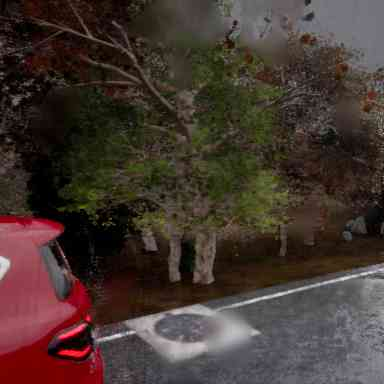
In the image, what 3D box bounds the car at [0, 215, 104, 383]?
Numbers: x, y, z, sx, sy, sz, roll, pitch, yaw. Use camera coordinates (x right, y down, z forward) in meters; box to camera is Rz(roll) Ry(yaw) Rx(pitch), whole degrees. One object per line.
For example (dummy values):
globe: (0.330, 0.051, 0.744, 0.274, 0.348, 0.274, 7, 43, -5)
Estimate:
car: (-3.291, 1.232, 1.675, 5.566, 2.045, 2.150, 0, 0, -35)
